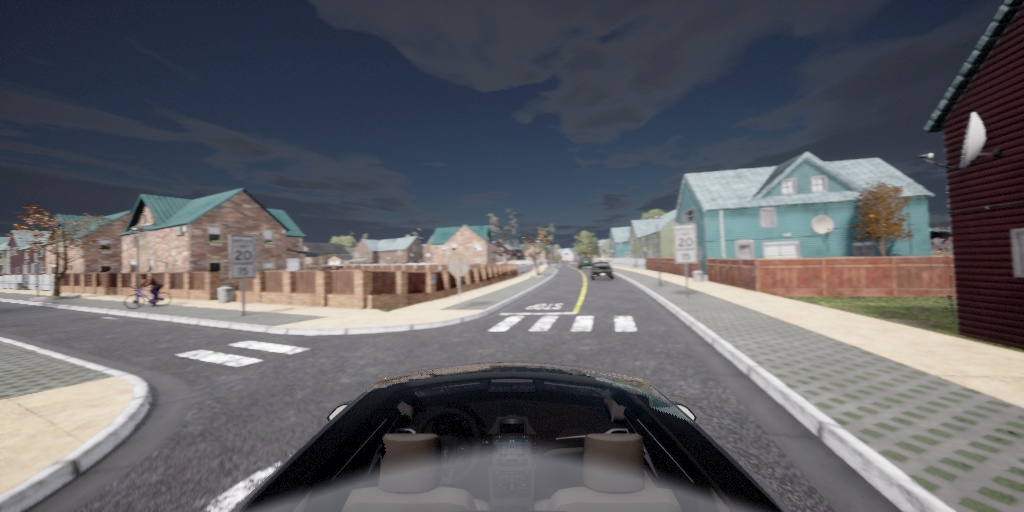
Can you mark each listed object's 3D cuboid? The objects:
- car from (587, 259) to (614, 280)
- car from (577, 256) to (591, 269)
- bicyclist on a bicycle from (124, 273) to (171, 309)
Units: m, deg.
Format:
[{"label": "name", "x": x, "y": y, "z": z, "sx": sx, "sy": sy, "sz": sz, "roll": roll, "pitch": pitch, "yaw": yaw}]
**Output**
[{"label": "car", "x": 7.909, "y": 1.267, "z": 31.833, "sx": 1.837, "sy": 1.490, "sz": 4.892, "roll": -3, "pitch": -1, "yaw": 11}, {"label": "car", "x": 12.144, "y": 1.133, "z": 59.685, "sx": 2.150, "sy": 2.045, "sz": 5.566, "roll": -3, "pitch": -1, "yaw": 6}, {"label": "bicyclist on a bicycle", "x": -17.108, "y": 1.631, "z": 16.875, "sx": 0.582, "sy": 1.620, "sz": 1.656, "roll": -2, "pitch": -1, "yaw": 26}]
